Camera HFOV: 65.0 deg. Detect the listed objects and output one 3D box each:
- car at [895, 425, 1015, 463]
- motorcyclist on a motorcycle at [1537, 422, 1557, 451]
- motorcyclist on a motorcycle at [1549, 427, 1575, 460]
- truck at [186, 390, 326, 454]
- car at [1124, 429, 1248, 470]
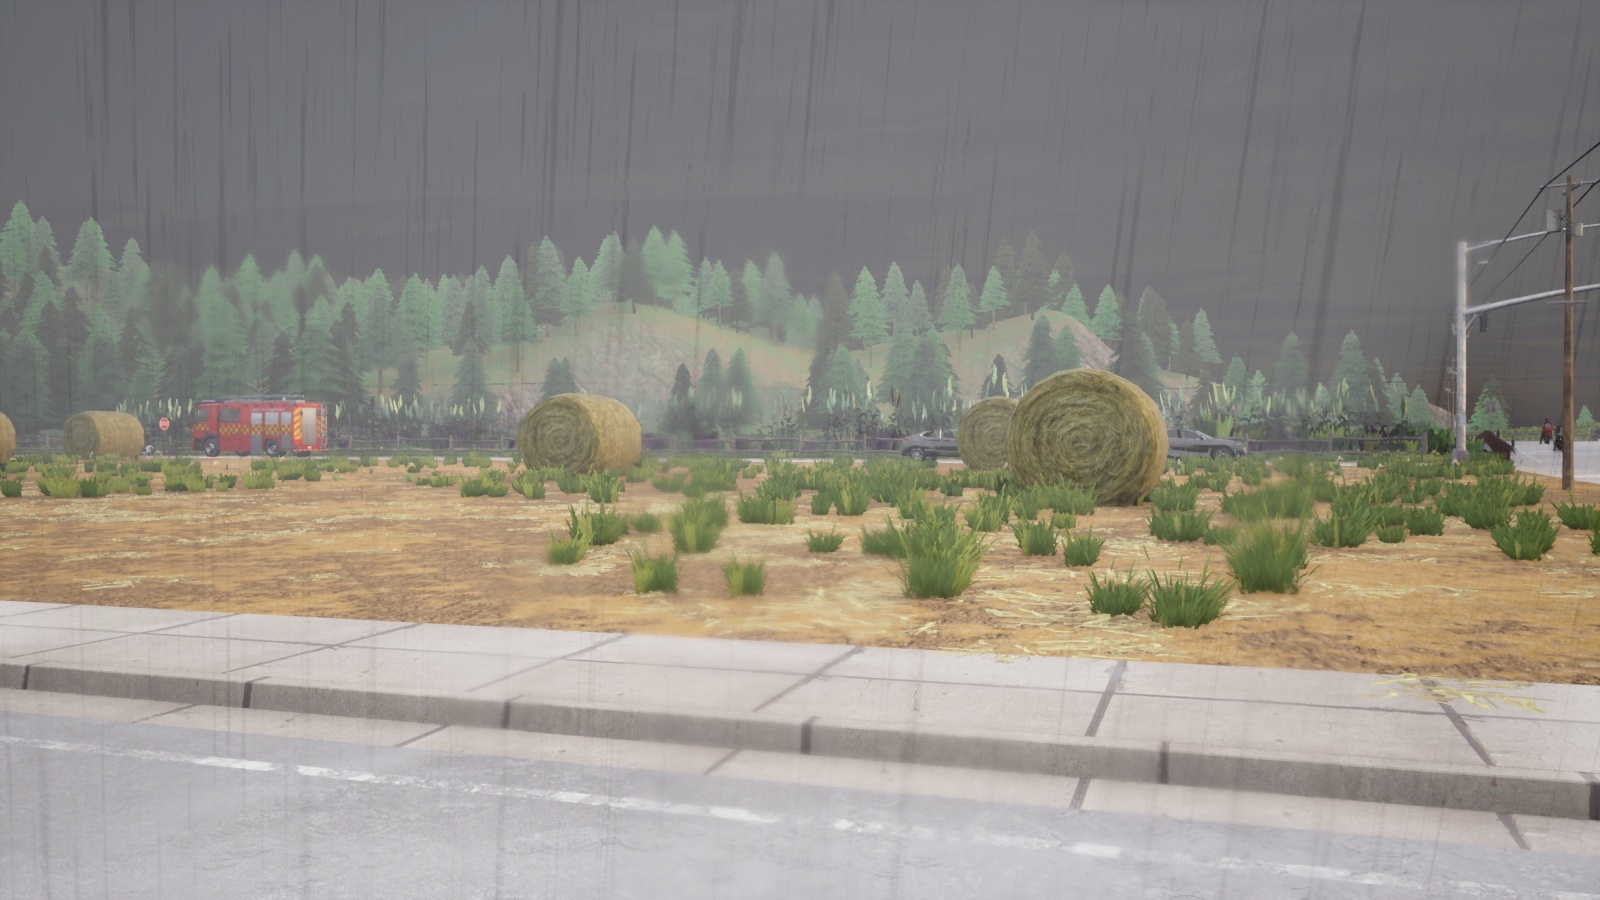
[{"bbox_3d":[7.087,-0.295,57.402,5.027,1.651,2.152,1,1,22],"label":"car"},{"bbox_3d":[41.738,-0.765,70.151,0.797,1.523,2.044,1,2,26],"label":"motorcyclist on a motorcycle"},{"bbox_3d":[38.603,-0.357,63.653,0.866,1.530,2.191,1,4,25],"label":"motorcyclist on a motorcycle"},{"bbox_3d":[-33.822,-1.723,78.048,8.468,3.827,2.891,1,1,22],"label":"truck"},{"bbox_3d":[16.468,-0.047,53.532,4.856,1.649,2.033,1,1,22],"label":"car"}]
